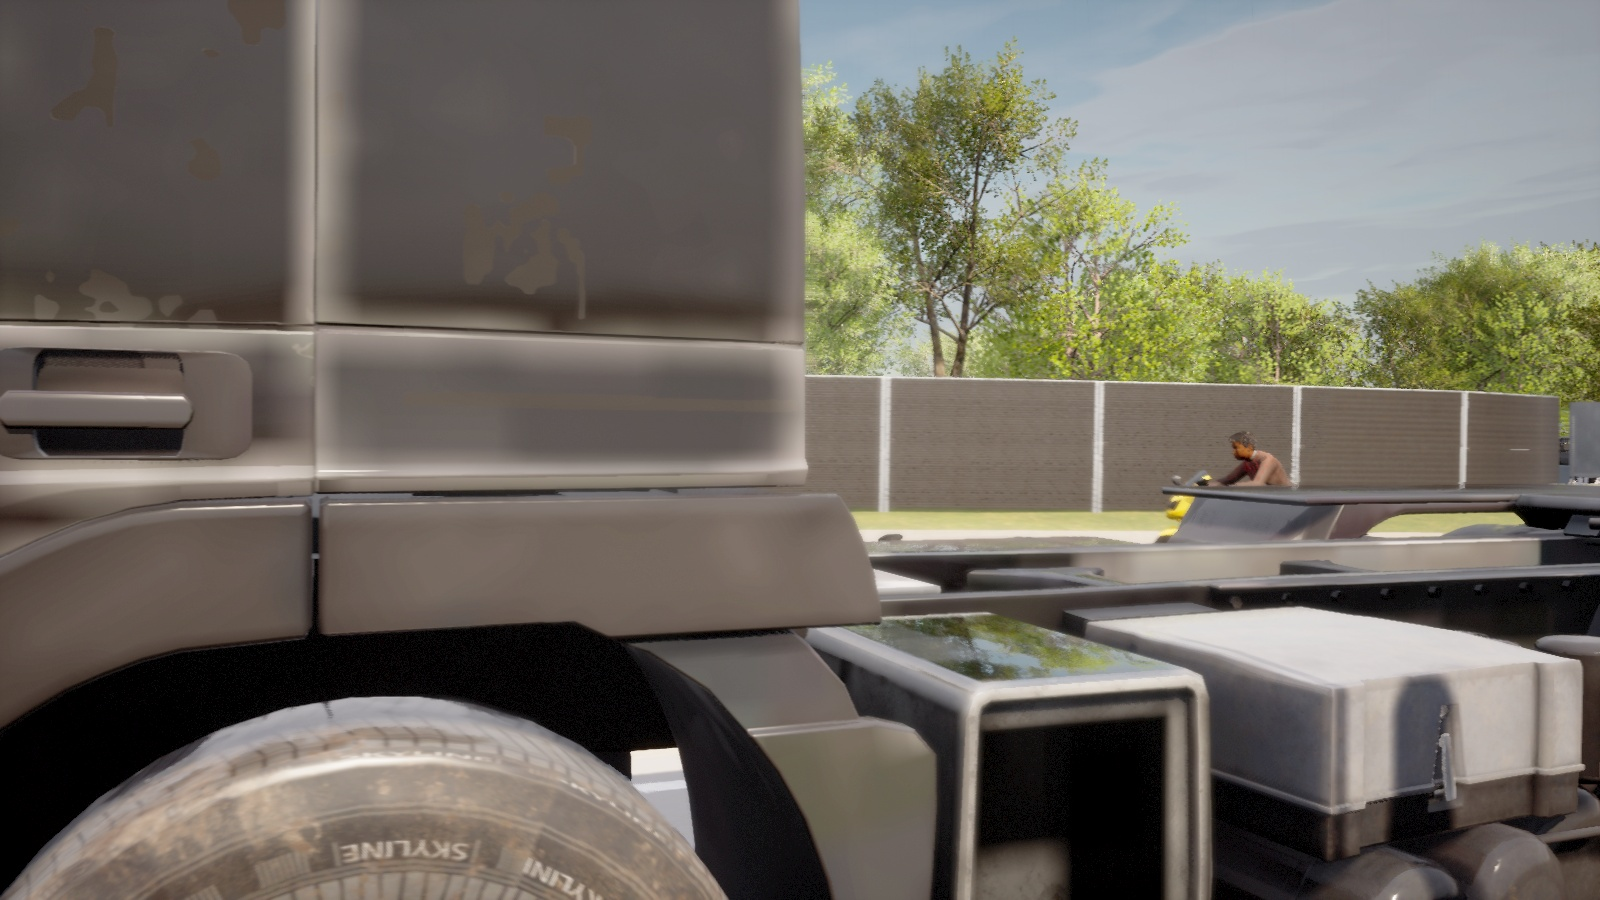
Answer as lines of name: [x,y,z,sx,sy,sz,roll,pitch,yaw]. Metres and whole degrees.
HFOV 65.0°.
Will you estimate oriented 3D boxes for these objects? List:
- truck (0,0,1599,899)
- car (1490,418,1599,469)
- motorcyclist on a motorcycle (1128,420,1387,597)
truck: [1.110,-0.255,3.649,7.936,3.462,2.891,-1,1,-21]
car: [25.853,-0.257,42.647,1.851,1.617,3.988,-2,1,-20]
motorcyclist on a motorcycle: [4.084,0.497,11.305,2.044,1.523,0.797,0,1,-4]
